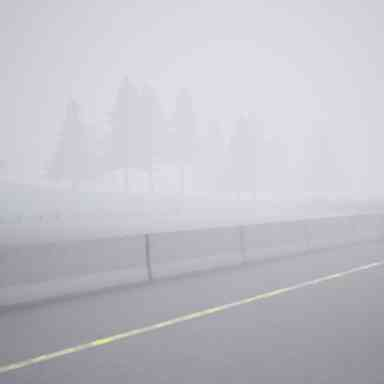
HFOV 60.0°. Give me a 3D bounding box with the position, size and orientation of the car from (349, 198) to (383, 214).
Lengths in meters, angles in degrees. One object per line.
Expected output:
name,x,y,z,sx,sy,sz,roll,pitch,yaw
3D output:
car,18.754,1.418,34.134,5.008,1.535,1.882,0,0,-31

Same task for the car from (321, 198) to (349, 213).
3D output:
car,16.981,1.484,37.152,4.674,1.442,1.812,0,0,-31

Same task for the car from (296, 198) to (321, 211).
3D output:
car,14.598,1.468,39.795,4.902,1.511,2.128,0,0,-31
